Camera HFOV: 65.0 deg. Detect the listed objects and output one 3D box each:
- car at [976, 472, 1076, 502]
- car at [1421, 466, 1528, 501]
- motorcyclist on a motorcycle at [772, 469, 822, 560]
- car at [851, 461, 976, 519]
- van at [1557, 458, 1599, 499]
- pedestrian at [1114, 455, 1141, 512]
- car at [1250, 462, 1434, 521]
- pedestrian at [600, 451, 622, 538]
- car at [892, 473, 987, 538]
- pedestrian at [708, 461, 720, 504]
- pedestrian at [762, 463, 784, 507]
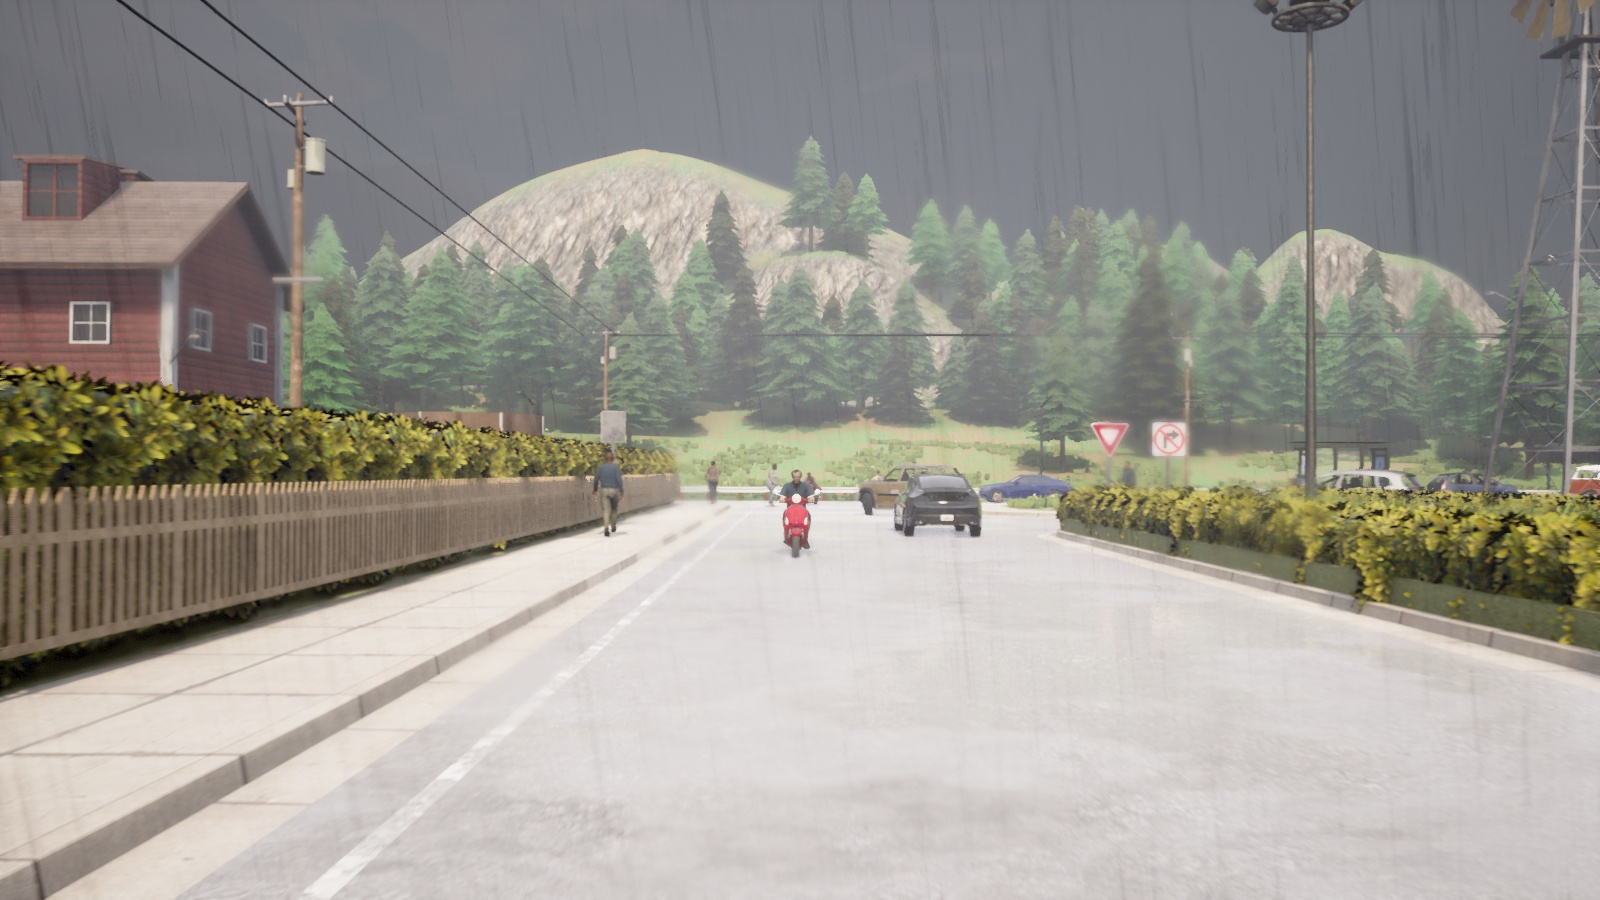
[{"bbox_3d":[11.220,1.844,62.589,4.674,1.442,1.812,0,-1,0],"label":"car"},{"bbox_3d":[31.673,1.574,59.034,3.988,1.617,1.851,0,-1,0],"label":"car"},{"bbox_3d":[-0.055,1.152,22.893,0.866,1.590,1.817,0,-1,0],"label":"motorcyclist on a motorcycle"},{"bbox_3d":[3.861,1.344,43.519,1.932,1.855,4.605,-1,-1,-31],"label":"car"},{"bbox_3d":[40.159,1.414,61.978,4.480,2.038,2.069,-1,-2,23],"label":"van"},{"bbox_3d":[11.451,1.165,43.887,0.788,1.949,0.423,0,-1,-17],"label":"pedestrian"},{"bbox_3d":[16.344,1.230,38.015,4.611,1.667,2.242,-1,-2,44],"label":"car"},{"bbox_3d":[-4.042,0.936,26.849,0.370,1.835,0.726,0,-1,0],"label":"pedestrian"},{"bbox_3d":[3.425,1.337,31.691,1.837,1.490,4.892,0,-1,0],"label":"car"},{"bbox_3d":[-3.605,1.365,52.611,0.328,1.805,0.869,0,-1,8],"label":"pedestrian"},{"bbox_3d":[-1.152,1.503,53.671,0.900,1.855,0.874,0,-1,2],"label":"pedestrian"}]
